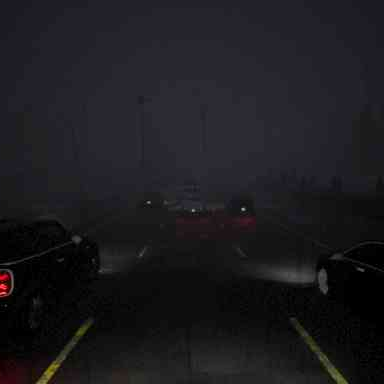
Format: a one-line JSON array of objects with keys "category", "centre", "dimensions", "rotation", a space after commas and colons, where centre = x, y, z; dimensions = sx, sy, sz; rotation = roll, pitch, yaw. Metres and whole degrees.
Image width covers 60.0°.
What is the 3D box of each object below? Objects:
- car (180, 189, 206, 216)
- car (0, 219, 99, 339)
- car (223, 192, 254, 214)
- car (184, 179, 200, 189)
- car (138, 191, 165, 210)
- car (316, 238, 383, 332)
[{"category": "car", "centre": [0.091, 0.869, 24.812], "dimensions": [1.812, 1.442, 4.674], "rotation": [0, 4, 0]}, {"category": "car", "centre": [-3.401, 1.310, 6.650], "dimensions": [2.097, 1.767, 4.553], "rotation": [0, 0, 0]}, {"category": "car", "centre": [3.589, 0.783, 25.740], "dimensions": [1.837, 1.490, 4.892], "rotation": [0, 4, 0]}, {"category": "car", "centre": [0.018, -0.867, 41.386], "dimensions": [2.033, 1.411, 5.357], "rotation": [0, 7, 0]}, {"category": "car", "centre": [-3.419, 0.621, 28.453], "dimensions": [1.994, 1.385, 4.181], "rotation": [0, 5, 0]}, {"category": "car", "centre": [3.599, 1.470, 5.329], "dimensions": [1.837, 1.490, 4.892], "rotation": [0, 0, 0]}]
